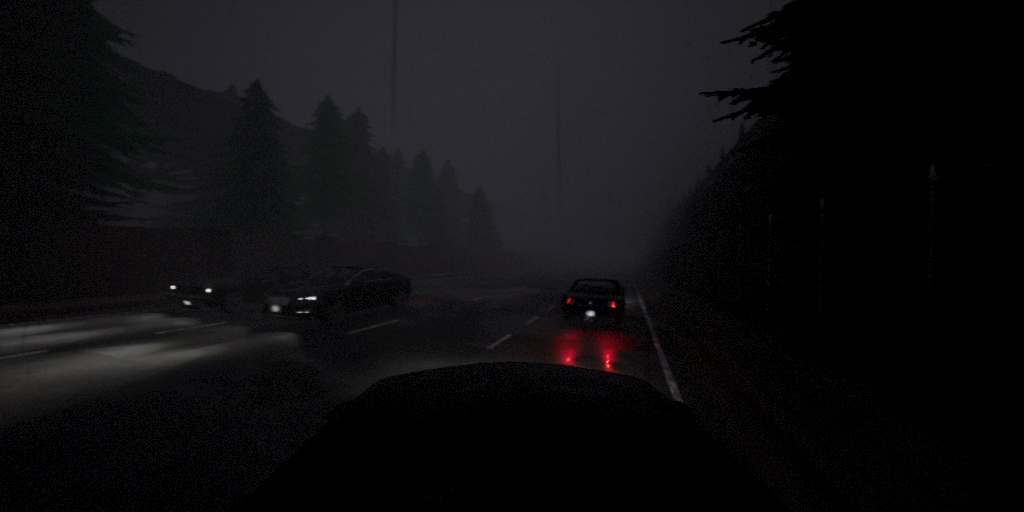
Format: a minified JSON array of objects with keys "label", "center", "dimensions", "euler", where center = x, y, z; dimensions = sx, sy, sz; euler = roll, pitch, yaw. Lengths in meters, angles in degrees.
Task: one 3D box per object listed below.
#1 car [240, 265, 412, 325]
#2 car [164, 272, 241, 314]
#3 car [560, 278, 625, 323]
[{"label":"car","center":[-4.997,1.035,11.017],"dimensions":[2.128,1.511,4.902],"euler":[2,0,17]},{"label":"car","center":[-8.346,1.015,12.046],"dimensions":[1.895,1.301,4.718],"euler":[2,0,17]},{"label":"car","center":[3.045,1.446,12.806],"dimensions":[1.895,1.301,4.718],"euler":[2,0,18]}]
